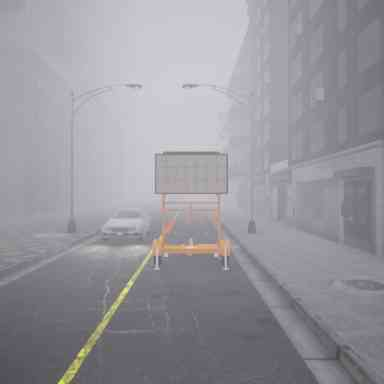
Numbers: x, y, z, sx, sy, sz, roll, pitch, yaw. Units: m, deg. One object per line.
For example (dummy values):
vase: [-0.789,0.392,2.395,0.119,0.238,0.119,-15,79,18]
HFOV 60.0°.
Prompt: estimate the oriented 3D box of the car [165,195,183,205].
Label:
car: [-3.163,1.624,59.011,2.033,1.411,5.357,0,0,0]

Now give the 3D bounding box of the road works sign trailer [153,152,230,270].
road works sign trailer: [-0.019,0.467,11.038,2.380,3.560,2.880,0,0,0]

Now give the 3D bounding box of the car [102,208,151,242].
car: [-3.126,1.532,16.668,1.812,1.442,4.674,0,0,0]
